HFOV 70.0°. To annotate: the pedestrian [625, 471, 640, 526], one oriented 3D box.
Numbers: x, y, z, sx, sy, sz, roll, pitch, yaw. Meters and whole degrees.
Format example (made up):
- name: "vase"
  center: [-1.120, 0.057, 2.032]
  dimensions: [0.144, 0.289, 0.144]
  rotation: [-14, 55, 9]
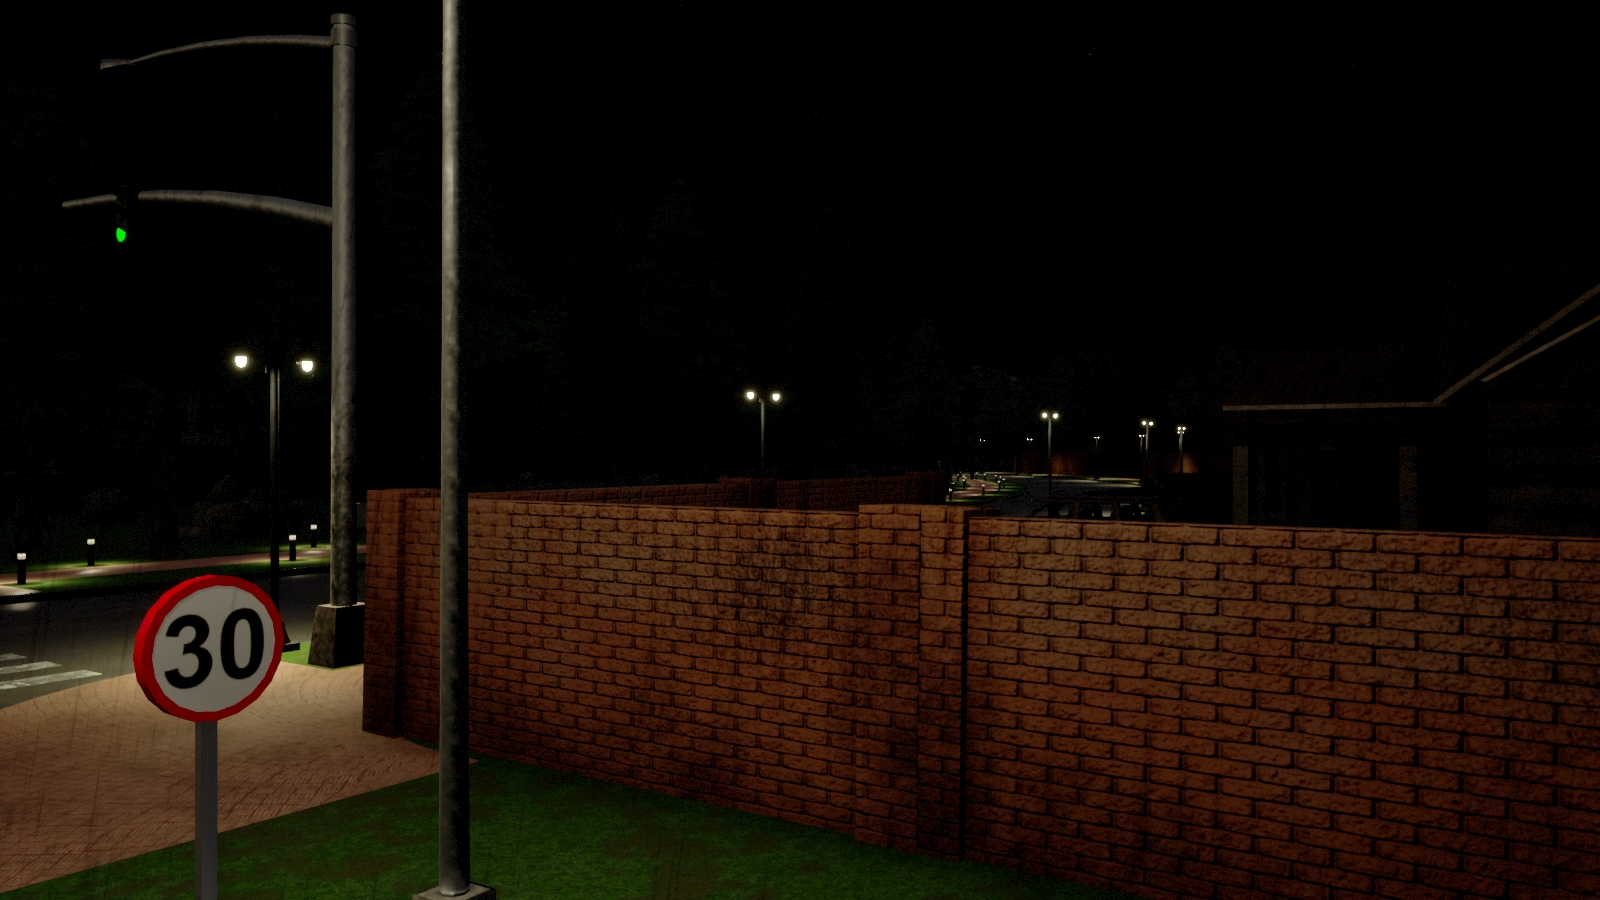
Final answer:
- name: "pedestrian"
  center: [-5.738, 1.665, 39.167]
  dimensions: [0.375, 1.860, 0.375]
  rotation: [0, 0, 29]
